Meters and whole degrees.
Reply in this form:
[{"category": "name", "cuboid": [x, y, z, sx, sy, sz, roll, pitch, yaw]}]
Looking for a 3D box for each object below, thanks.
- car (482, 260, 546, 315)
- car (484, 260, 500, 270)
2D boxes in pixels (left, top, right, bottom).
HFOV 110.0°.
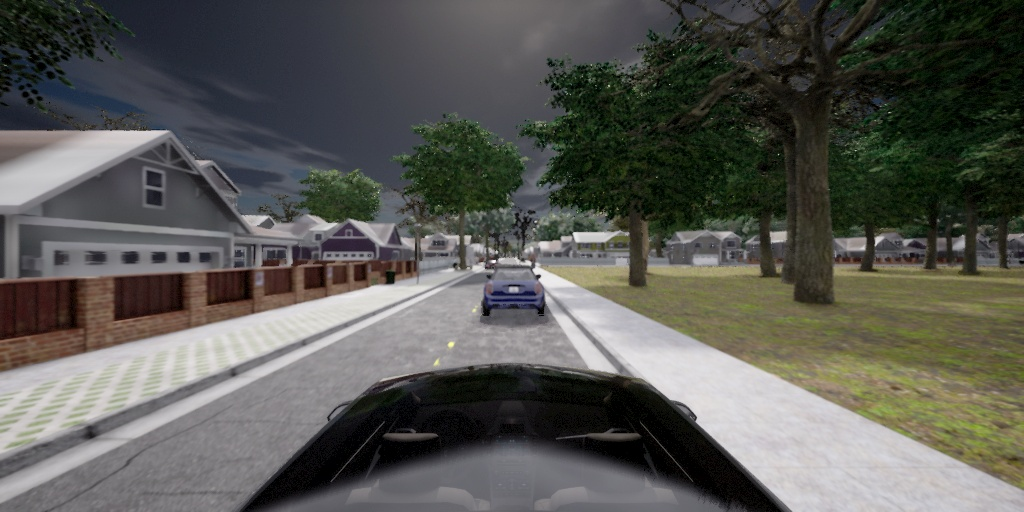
[{"category": "car", "cuboid": [0.074, 1.093, 13.646, 2.097, 1.767, 4.553, 0, 0, 0]}, {"category": "car", "cuboid": [-2.794, 1.274, 51.057, 1.994, 1.385, 4.181, 0, 0, 0]}]
